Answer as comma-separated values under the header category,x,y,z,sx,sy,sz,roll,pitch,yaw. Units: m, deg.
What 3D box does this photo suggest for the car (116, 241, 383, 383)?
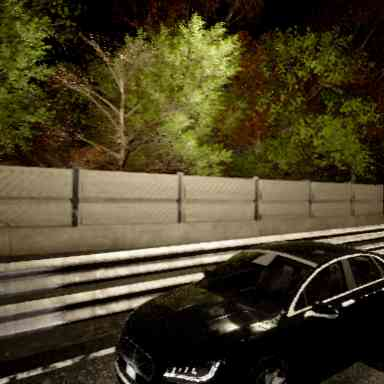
category,x,y,z,sx,sy,sz,roll,pitch,yaw
car,1.384,1.524,4.666,4.892,1.490,1.837,0,0,-35
